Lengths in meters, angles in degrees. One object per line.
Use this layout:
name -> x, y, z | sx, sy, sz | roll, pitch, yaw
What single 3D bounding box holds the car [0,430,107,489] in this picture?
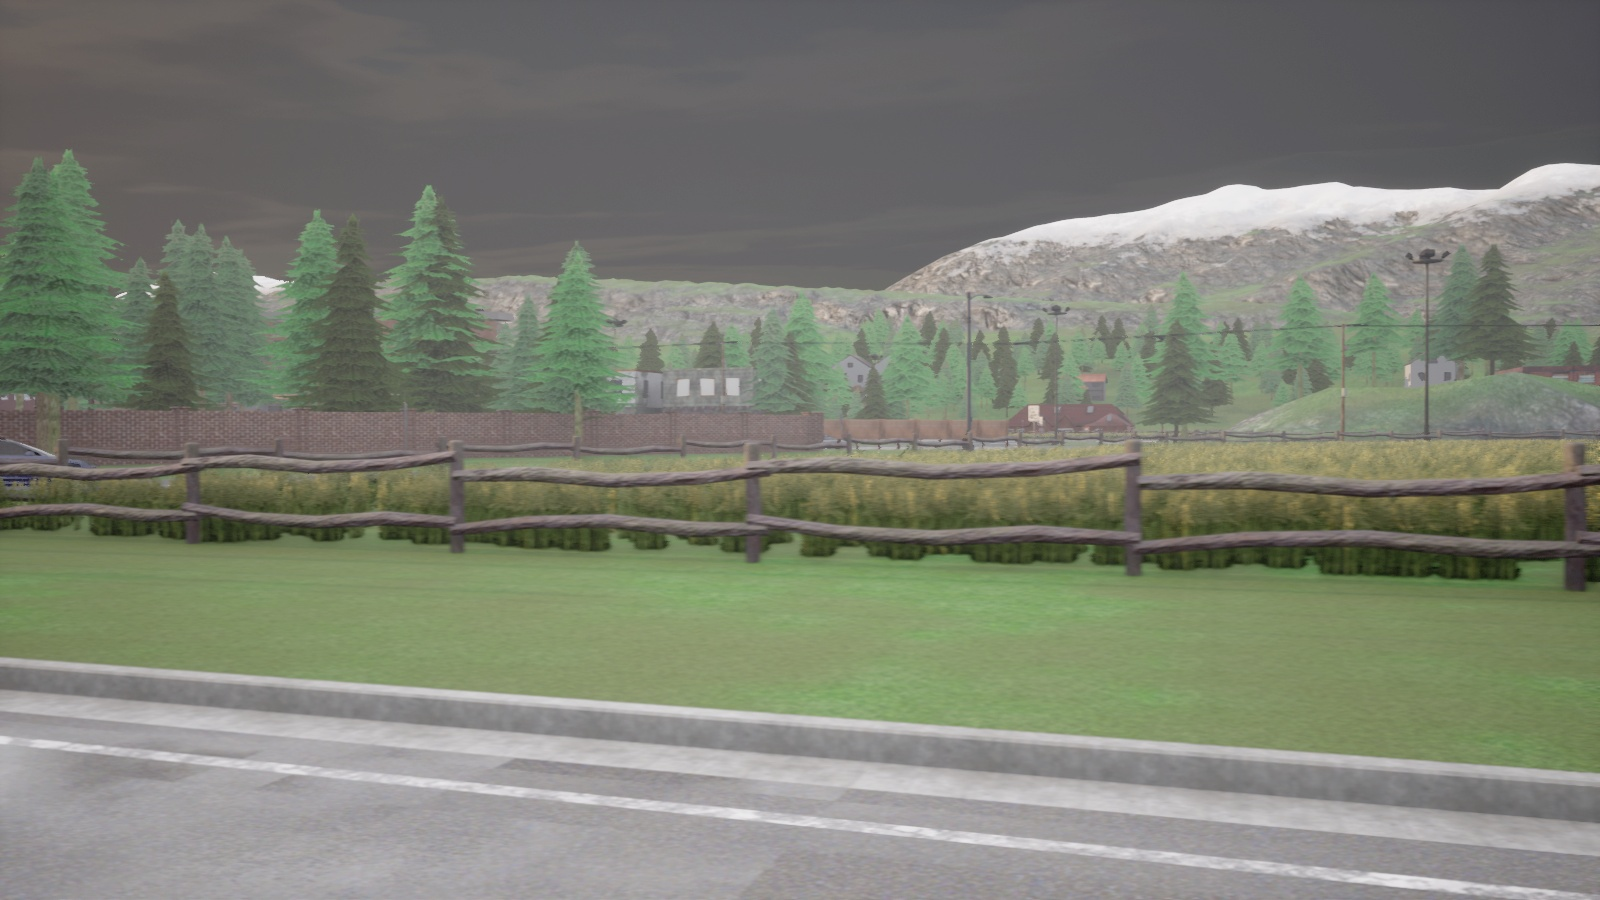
car -> -20.954, 0.223, 32.768 | 4.792, 1.488, 2.163 | 0, 1, -35
